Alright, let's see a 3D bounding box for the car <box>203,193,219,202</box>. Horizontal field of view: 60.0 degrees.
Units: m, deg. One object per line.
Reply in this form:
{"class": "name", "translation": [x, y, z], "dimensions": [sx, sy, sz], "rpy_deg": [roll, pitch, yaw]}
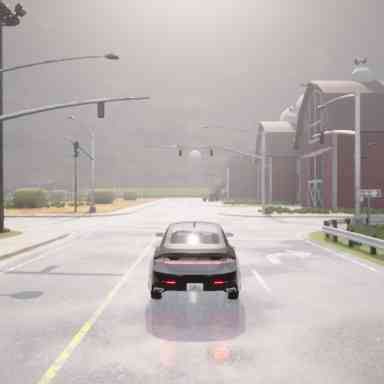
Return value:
{"class": "car", "translation": [4.138, 1.141, 72.662], "dimensions": [1.905, 1.878, 3.866], "rpy_deg": [-8, 3, -42]}

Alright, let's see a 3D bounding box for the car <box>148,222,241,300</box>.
{"class": "car", "translation": [0.064, 1.491, 8.395], "dimensions": [2.128, 1.511, 4.902], "rpy_deg": [0, 0, 0]}
